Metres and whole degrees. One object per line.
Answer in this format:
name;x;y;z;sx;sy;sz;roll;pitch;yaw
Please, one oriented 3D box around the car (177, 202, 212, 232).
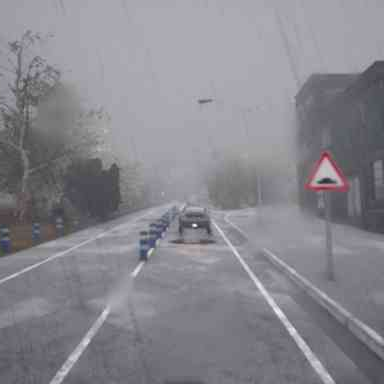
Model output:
car;0.151;1.578;20.622;1.837;1.490;4.892;0;0;0
